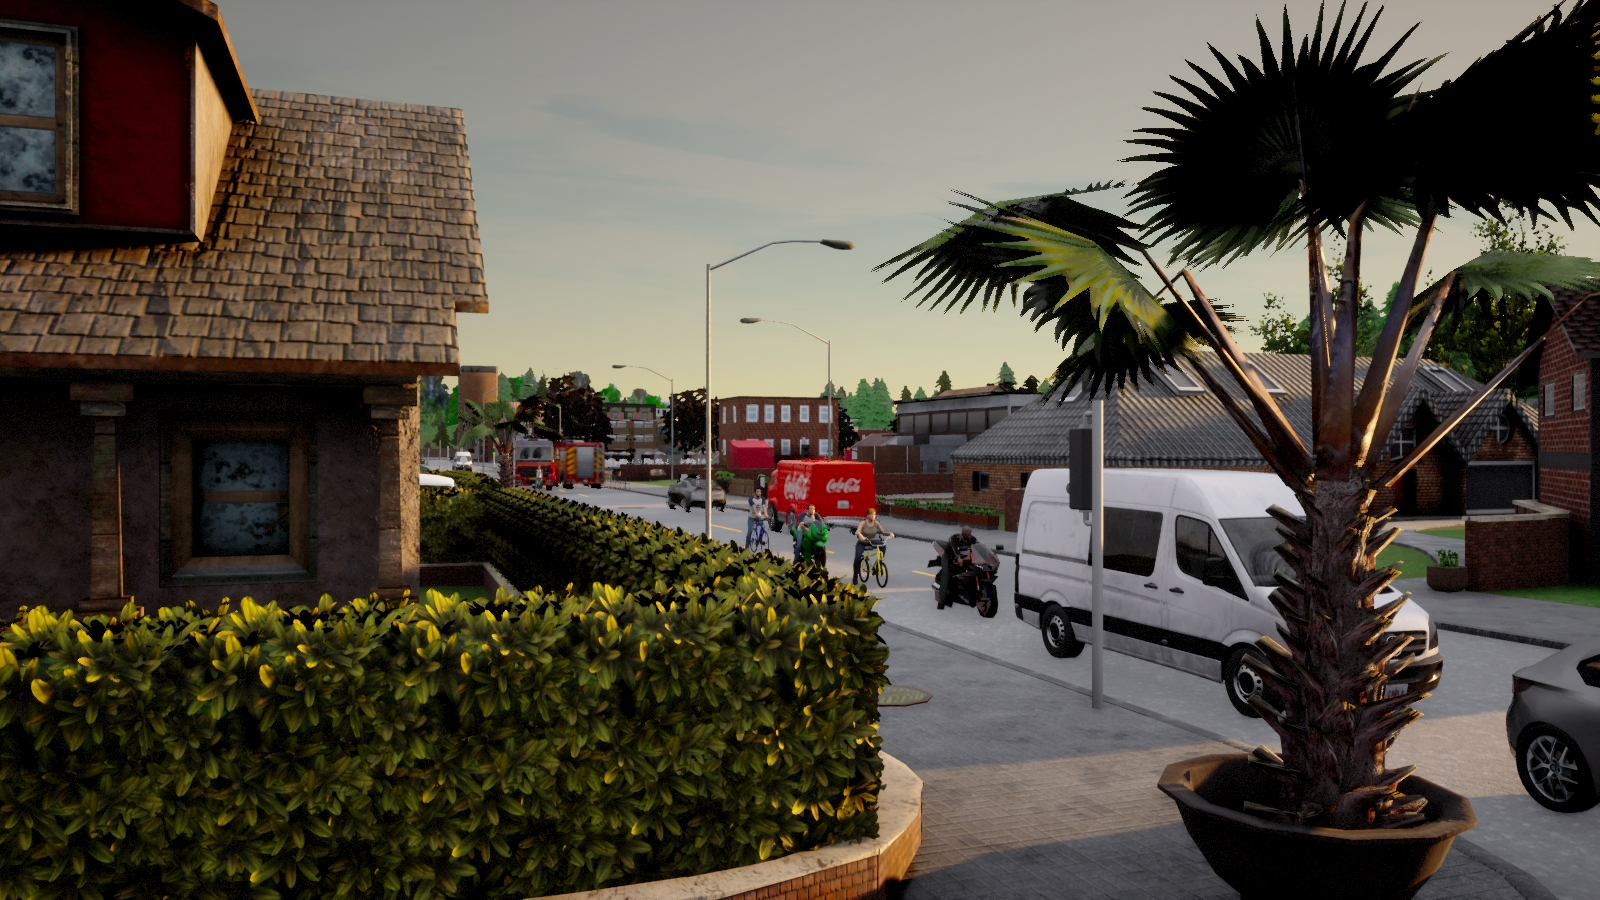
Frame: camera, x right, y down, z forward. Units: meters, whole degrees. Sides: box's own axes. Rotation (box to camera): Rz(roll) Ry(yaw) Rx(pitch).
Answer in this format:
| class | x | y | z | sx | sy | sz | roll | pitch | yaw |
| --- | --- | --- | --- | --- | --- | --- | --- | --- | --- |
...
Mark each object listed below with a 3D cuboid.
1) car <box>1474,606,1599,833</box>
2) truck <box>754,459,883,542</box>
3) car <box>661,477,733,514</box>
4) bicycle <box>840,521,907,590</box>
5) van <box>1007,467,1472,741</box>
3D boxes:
| class | x | y | z | sx | sy | sz | roll | pitch | yaw |
| --- | --- | --- | --- | --- | --- | --- | --- | --- | --- |
| car | 6.934 | 2.069 | 7.650 | 1.816 | 1.474 | 4.193 | 0 | 0 | -12 |
| truck | 0.493 | 1.579 | 38.146 | 2.627 | 2.467 | 5.204 | 0 | 0 | -20 |
| car | -4.816 | 2.053 | 52.725 | 2.128 | 1.511 | 4.902 | 0 | 0 | -20 |
| bicycle | 1.505 | 2.162 | 23.648 | 0.859 | 1.276 | 1.487 | 0 | 0 | -19 |
| van | 4.966 | 1.538 | 14.186 | 1.988 | 2.561 | 5.915 | 0 | 0 | -20 |
